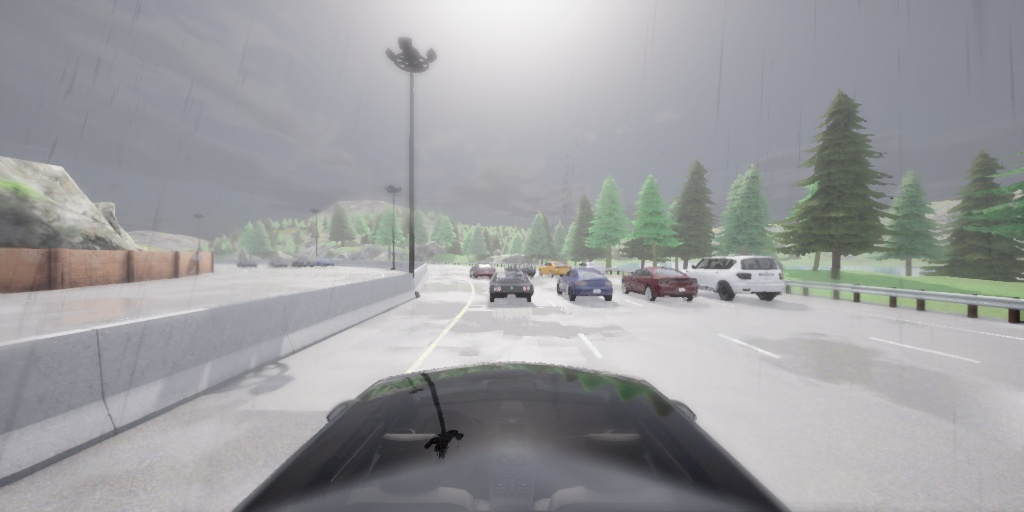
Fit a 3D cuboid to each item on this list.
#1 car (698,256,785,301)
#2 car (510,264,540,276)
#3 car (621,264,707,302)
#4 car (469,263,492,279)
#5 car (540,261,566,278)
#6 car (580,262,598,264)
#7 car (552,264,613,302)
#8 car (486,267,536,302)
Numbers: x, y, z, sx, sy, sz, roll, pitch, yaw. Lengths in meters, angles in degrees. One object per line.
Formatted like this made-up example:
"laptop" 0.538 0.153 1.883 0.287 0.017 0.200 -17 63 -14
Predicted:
"car" 10.341 1.008 17.457 2.150 2.045 5.566 0 0 -3
"car" 0.681 1.367 33.567 1.895 1.301 4.718 0 0 -15
"car" 6.849 1.235 17.221 1.882 1.535 5.008 0 0 -3
"car" -2.693 1.323 32.635 1.994 1.385 4.181 0 0 -15
"car" 4.070 1.235 34.441 1.882 1.535 5.008 0 0 -15
"car" 7.451 1.284 35.344 1.812 1.442 4.674 0 0 -15
"car" 3.355 1.284 17.014 1.812 1.442 4.674 0 0 -3
"car" -0.140 1.367 16.837 1.895 1.301 4.718 0 0 -3
